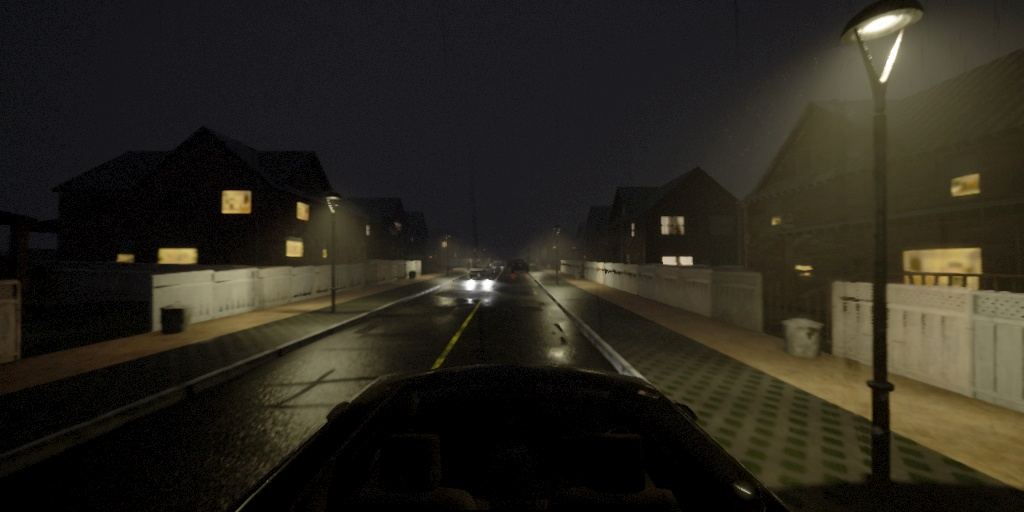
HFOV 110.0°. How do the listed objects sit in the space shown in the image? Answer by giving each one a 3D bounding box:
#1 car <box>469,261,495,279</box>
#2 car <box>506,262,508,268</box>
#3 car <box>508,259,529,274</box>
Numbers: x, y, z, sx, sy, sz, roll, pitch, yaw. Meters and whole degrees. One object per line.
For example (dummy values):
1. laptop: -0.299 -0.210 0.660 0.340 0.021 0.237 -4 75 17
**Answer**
1. car: -2.847 1.385 33.007 1.895 1.301 4.718 0 0 0
2. car: -0.004 1.358 61.743 1.837 1.490 4.892 0 0 0
3. car: 0.928 1.125 42.757 2.097 1.767 4.553 -2 0 0
